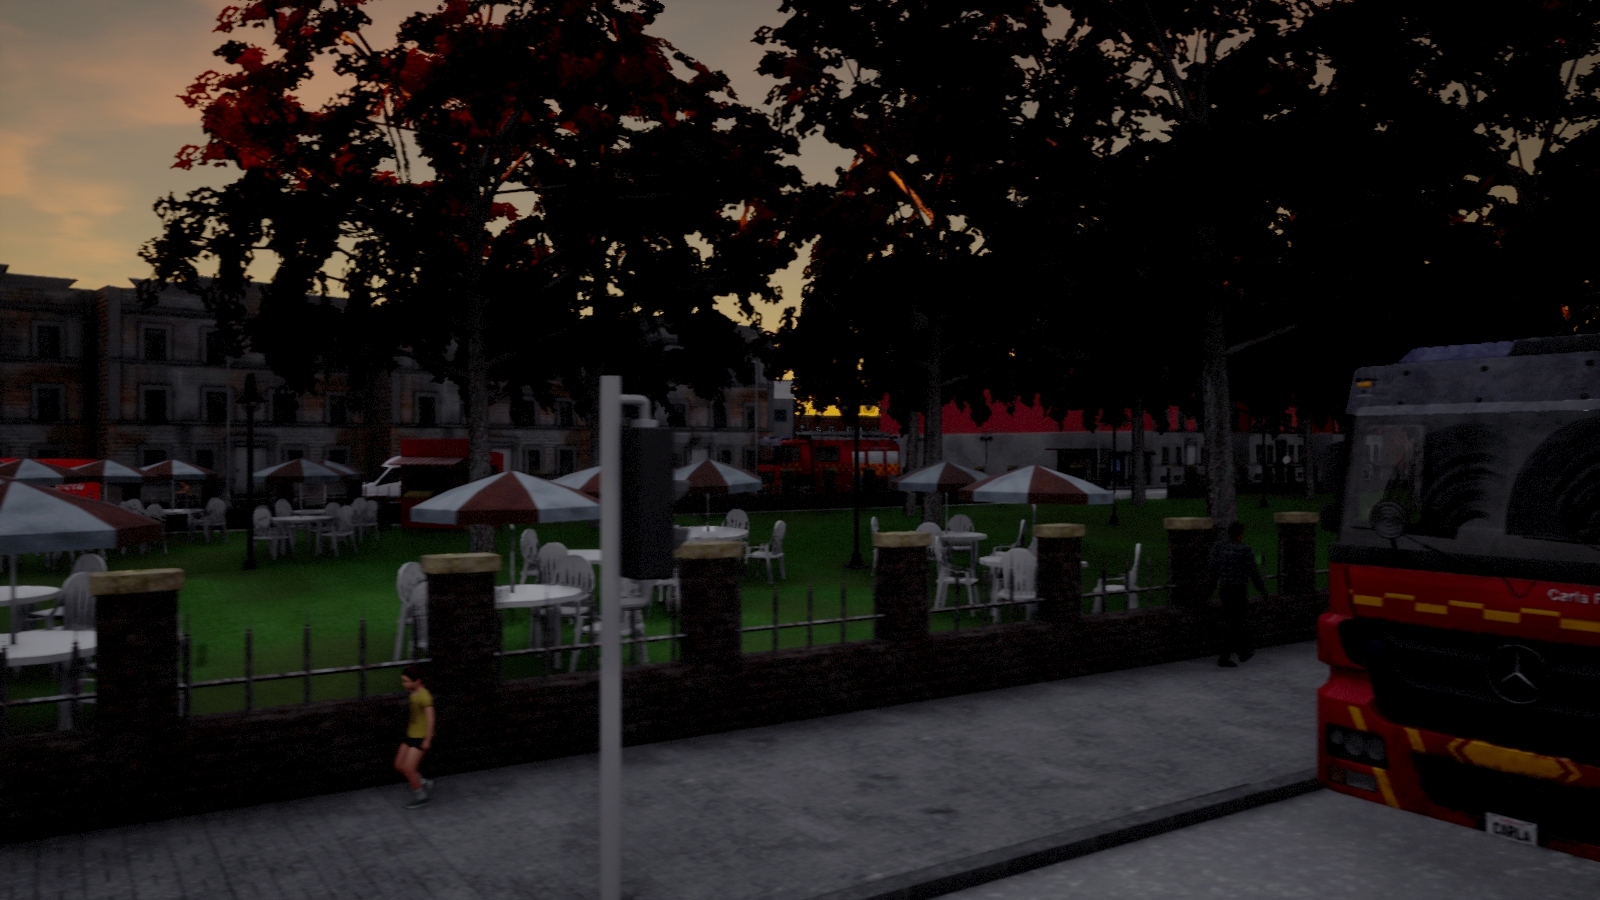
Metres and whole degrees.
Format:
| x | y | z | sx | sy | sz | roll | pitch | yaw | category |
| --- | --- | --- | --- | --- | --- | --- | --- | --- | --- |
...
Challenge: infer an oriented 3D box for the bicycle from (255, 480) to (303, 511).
| x | y | z | sx | sy | sz | roll | pitch | yaw | category |
| --- | --- | --- | --- | --- | --- | --- | --- | --- | --- |
| -22.131 | 1.938 | 48.574 | 1.835 | 1.271 | 0.329 | 0 | 0 | -34 | bicycle |

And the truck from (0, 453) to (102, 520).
| x | y | z | sx | sy | sz | roll | pitch | yaw | category |
| --- | --- | --- | --- | --- | --- | --- | --- | --- | --- |
| -29.717 | 1.345 | 43.520 | 5.204 | 2.467 | 2.627 | 0 | 0 | -34 | truck |

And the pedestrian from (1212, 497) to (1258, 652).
| x | y | z | sx | sy | sz | roll | pitch | yaw | category |
| --- | --- | --- | --- | --- | --- | --- | --- | --- | --- |
| 5.388 | 1.524 | 14.152 | 0.375 | 1.860 | 0.375 | 0 | 0 | -33 | pedestrian |

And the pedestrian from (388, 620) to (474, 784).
| x | y | z | sx | sy | sz | roll | pitch | yaw | category |
| --- | --- | --- | --- | --- | --- | --- | --- | --- | --- |
| -2.819 | 1.896 | 8.717 | 0.500 | 1.100 | 0.500 | 0 | 0 | -34 | pedestrian |

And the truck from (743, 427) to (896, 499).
| x | y | z | sx | sy | sz | roll | pitch | yaw | category |
| --- | --- | --- | --- | --- | --- | --- | --- | --- | --- |
| 1.169 | 0.668 | 64.302 | 8.468 | 3.827 | 2.891 | 0 | 0 | -34 | truck |

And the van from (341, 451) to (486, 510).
| x | y | z | sx | sy | sz | roll | pitch | yaw | category |
| --- | --- | --- | --- | --- | --- | --- | --- | --- | --- |
| -17.439 | 1.312 | 51.678 | 5.915 | 2.561 | 1.988 | 0 | 0 | -34 | van |

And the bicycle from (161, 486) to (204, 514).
| x | y | z | sx | sy | sz | roll | pitch | yaw | category |
| --- | --- | --- | --- | --- | --- | --- | --- | --- | --- |
| -25.140 | 2.034 | 46.505 | 1.487 | 1.080 | 0.859 | 0 | 0 | -33 | bicycle |

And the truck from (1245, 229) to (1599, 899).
| x | y | z | sx | sy | sz | roll | pitch | yaw | category |
| --- | --- | --- | --- | --- | --- | --- | --- | --- | --- |
| 7.576 | 0.670 | 9.463 | 8.468 | 3.827 | 2.891 | 0 | 0 | -33 | truck |
